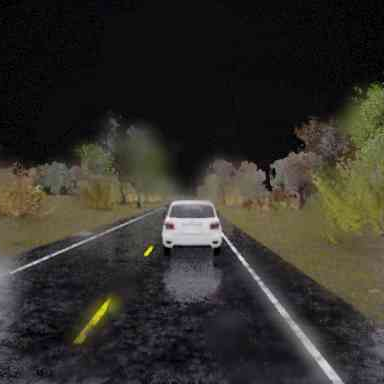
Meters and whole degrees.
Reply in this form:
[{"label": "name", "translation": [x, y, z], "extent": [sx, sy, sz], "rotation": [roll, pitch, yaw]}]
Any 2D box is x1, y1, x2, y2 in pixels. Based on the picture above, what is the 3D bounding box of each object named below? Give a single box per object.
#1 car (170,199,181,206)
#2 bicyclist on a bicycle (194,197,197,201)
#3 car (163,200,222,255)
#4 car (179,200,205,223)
[{"label": "car", "translation": [-3.463, 2.309, 70.992], "extent": [1.994, 1.385, 4.181], "rotation": [0, -1, 0]}, {"label": "bicyclist on a bicycle", "translation": [1.007, 2.465, 93.346], "extent": [0.866, 1.612, 1.509], "rotation": [0, -1, 0]}, {"label": "car", "translation": [0.008, 1.357, 14.019], "extent": [2.150, 2.045, 5.566], "rotation": [0, 0, 0]}, {"label": "car", "translation": [0.016, 1.647, 29.060], "extent": [2.097, 1.767, 4.553], "rotation": [0, -1, 0]}]
